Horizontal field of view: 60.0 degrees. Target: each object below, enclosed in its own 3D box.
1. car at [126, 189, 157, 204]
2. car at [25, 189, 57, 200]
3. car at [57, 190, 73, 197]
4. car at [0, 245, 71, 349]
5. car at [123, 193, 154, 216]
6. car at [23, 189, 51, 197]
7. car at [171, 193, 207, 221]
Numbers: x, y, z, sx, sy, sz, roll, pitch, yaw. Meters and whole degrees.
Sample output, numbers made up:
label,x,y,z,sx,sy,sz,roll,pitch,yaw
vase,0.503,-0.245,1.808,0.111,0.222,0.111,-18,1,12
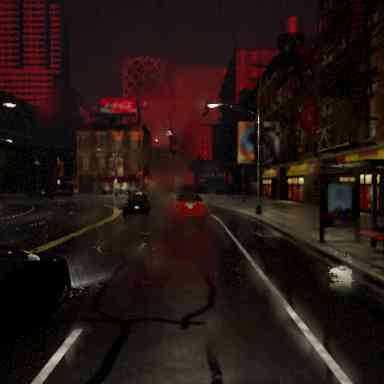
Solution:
label,x,y,z,sx,sy,sz,roll,pitch,yaw
car,-5.752,0.594,39.707,2.128,1.511,4.902,-1,1,-29
car,-21.663,0.289,47.423,4.181,1.385,1.994,1,2,36
car,-23.964,0.227,60.674,4.718,1.301,1.895,1,1,30
car,-3.402,1.449,4.962,1.994,1.385,4.181,0,1,0
car,-4.159,0.995,25.118,1.994,1.385,4.181,0,1,-9
car,-29.268,0.103,62.842,4.674,1.452,2.002,0,1,20
car,-0.267,0.853,22.030,2.097,1.767,4.553,0,1,-4
